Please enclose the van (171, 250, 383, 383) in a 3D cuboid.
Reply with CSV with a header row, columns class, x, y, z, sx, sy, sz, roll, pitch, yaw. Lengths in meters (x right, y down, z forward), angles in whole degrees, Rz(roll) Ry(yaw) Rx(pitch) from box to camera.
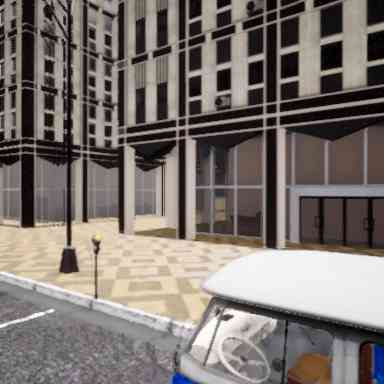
class,x,y,z,sx,sy,sz,roll,pitch,yaw
van,1.672,1.339,1.679,3.998,1.788,1.690,0,0,35
